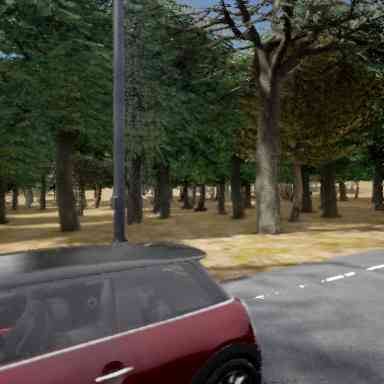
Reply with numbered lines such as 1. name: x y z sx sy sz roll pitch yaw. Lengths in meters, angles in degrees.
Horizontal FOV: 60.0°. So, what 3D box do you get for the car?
1. car: -1.555 1.347 2.841 4.553 1.767 2.097 0 0 -35
